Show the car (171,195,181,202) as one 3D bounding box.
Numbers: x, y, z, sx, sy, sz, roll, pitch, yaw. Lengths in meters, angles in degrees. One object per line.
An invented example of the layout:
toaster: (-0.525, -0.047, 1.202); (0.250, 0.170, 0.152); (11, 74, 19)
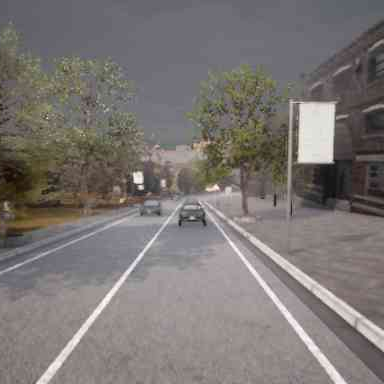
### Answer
car: (-3.574, 1.370, 73.176); (2.128, 1.511, 4.902); (0, 0, 3)

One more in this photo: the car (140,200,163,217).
car: (-3.696, 1.470, 30.931); (1.812, 1.442, 4.674); (0, 0, 0)

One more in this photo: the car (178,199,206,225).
car: (0.017, 1.481, 23.433); (1.812, 1.442, 4.674); (0, 0, 0)
